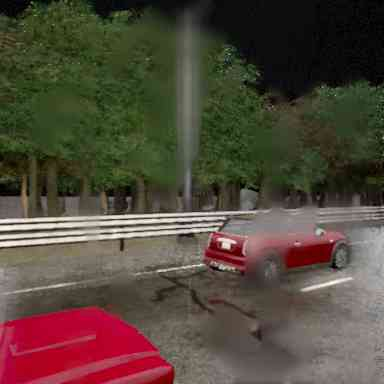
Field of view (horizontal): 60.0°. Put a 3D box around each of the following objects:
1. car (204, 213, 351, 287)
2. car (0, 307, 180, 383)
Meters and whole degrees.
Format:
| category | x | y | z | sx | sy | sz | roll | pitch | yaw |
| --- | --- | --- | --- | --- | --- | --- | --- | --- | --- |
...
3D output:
| category | x | y | z | sx | sy | sz | roll | pitch | yaw |
| --- | --- | --- | --- | --- | --- | --- | --- | --- | --- |
| car | 2.626 | 1.408 | 9.744 | 4.553 | 1.767 | 2.097 | 0 | 0 | -34 |
| car | -2.391 | 1.591 | 2.177 | 4.718 | 1.301 | 1.895 | 1 | 0 | -35 |
